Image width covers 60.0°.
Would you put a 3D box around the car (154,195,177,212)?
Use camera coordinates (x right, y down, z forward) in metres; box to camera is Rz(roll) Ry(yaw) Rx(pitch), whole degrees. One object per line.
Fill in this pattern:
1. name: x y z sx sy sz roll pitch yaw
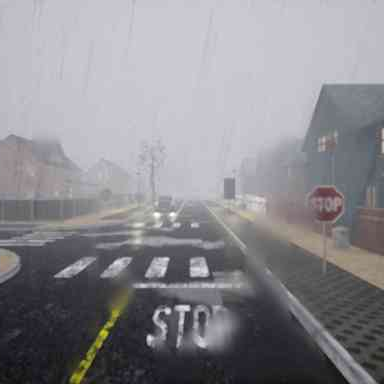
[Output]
1. car: -2.753 1.129 34.974 2.097 1.767 4.553 0 0 0
